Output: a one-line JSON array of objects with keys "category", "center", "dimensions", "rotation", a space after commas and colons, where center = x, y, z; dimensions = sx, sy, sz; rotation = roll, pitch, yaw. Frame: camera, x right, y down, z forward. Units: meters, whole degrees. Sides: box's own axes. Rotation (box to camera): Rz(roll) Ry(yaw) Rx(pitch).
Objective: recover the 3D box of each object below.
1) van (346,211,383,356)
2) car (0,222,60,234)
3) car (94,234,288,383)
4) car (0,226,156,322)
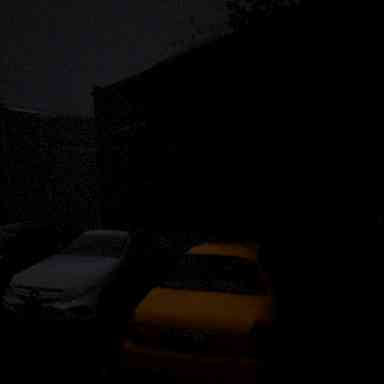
[{"category": "van", "center": [3.044, 1.258, 3.764], "dimensions": [1.878, 1.987, 4.442], "rotation": [0, -1, 16]}, {"category": "car", "center": [-4.295, 1.558, 9.178], "dimensions": [2.002, 1.452, 4.674], "rotation": [0, -1, 16]}, {"category": "car", "center": [0.670, 1.495, 5.825], "dimensions": [1.946, 1.575, 5.366], "rotation": [0, -1, 16]}, {"category": "car", "center": [-1.829, 1.547, 7.419], "dimensions": [2.002, 1.452, 4.674], "rotation": [0, -1, 16]}]
